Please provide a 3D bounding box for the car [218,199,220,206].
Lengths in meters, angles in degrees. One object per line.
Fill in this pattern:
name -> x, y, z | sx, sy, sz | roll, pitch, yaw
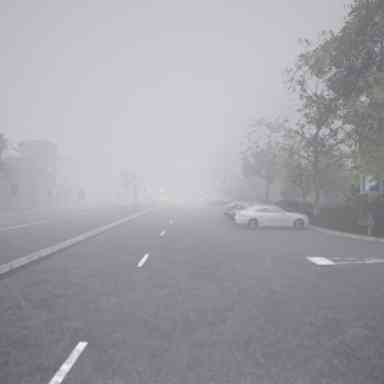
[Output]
car -> 5.075, 1.627, 31.120 | 4.674, 1.452, 2.002 | 0, 0, 0

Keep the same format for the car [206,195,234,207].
car -> 5.103, 1.545, 55.456 | 4.553, 1.767, 2.185 | 0, 0, 0

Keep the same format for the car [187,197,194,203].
car -> -0.280, 2.055, 86.078 | 2.033, 1.411, 5.357 | 0, -2, -1

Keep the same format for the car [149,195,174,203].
car -> -7.585, 1.902, 79.955 | 5.366, 1.575, 1.946 | 0, -1, -1

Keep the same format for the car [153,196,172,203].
car -> -7.395, 1.840, 82.876 | 4.553, 1.767, 2.185 | 0, -1, -1

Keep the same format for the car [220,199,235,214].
car -> 5.073, 1.577, 27.844 | 4.892, 1.521, 2.231 | 0, 0, 0

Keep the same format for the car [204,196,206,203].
car -> 5.030, 1.723, 58.626 | 4.674, 1.452, 2.002 | 0, 0, 0

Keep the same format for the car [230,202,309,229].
car -> 5.078, 1.594, 21.422 | 4.674, 1.452, 2.002 | 0, 0, 0

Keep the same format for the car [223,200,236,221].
car -> 5.085, 1.564, 24.571 | 5.008, 1.535, 2.097 | 0, 0, 0

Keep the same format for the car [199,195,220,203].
car -> 4.745, 1.917, 90.594 | 5.566, 2.045, 2.435 | 0, -2, -1

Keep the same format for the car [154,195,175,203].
car -> -7.488, 1.961, 92.106 | 5.566, 2.045, 2.435 | 0, -2, -1

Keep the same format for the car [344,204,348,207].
car -> 22.286, 1.374, 43.862 | 4.181, 1.385, 1.994 | -1, -3, 0

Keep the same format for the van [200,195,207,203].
van -> 4.756, 1.671, 79.422 | 4.442, 1.987, 1.878 | 0, -1, -1
